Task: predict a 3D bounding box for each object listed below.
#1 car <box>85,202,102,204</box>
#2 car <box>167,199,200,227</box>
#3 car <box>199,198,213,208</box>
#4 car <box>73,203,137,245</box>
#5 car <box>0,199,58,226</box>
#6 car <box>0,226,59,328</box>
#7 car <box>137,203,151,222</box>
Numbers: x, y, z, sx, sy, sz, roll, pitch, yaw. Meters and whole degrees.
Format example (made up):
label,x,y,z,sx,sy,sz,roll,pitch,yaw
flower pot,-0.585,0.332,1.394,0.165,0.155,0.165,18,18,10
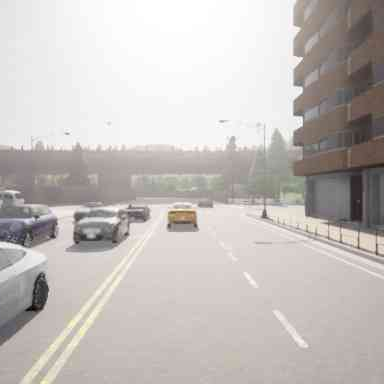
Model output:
label,x,y,z,sx,sy,sz,roll,pitch,yaw
car,-7.922,1.534,26.885,2.033,1.411,5.357,0,0,-2
car,-0.672,1.466,22.933,1.882,1.535,5.008,0,0,-2
car,1.914,1.505,48.381,1.994,1.385,4.181,0,0,-2
car,-4.099,1.484,15.694,2.128,1.511,4.902,0,0,-2
car,-7.562,1.344,14.512,2.097,1.767,4.553,0,0,-2
car,-3.709,1.523,4.980,1.812,1.442,4.674,0,0,-2
car,-4.410,1.587,26.496,1.895,1.301,4.718,0,0,-2
